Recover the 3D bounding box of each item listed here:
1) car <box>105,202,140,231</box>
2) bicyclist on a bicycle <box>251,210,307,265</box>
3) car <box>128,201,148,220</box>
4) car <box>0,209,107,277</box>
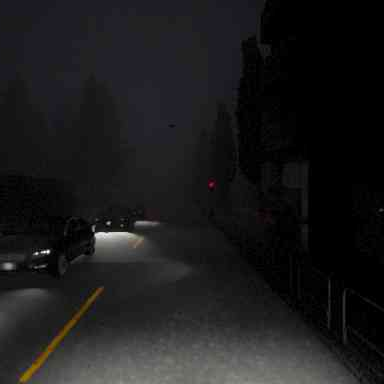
[{"bbox_3d":[-4.608,1.520,20.199,1.994,1.385,4.181,0,0,-1],"label":"car"},{"bbox_3d":[2.527,1.346,9.640,1.656,1.620,0.582,2,0,-2],"label":"bicyclist on a bicycle"},{"bbox_3d":[-4.744,1.466,27.440,1.812,1.442,4.674,0,0,-2],"label":"car"},{"bbox_3d":[-4.346,1.470,10.205,2.128,1.511,4.902,0,0,-2],"label":"car"}]
